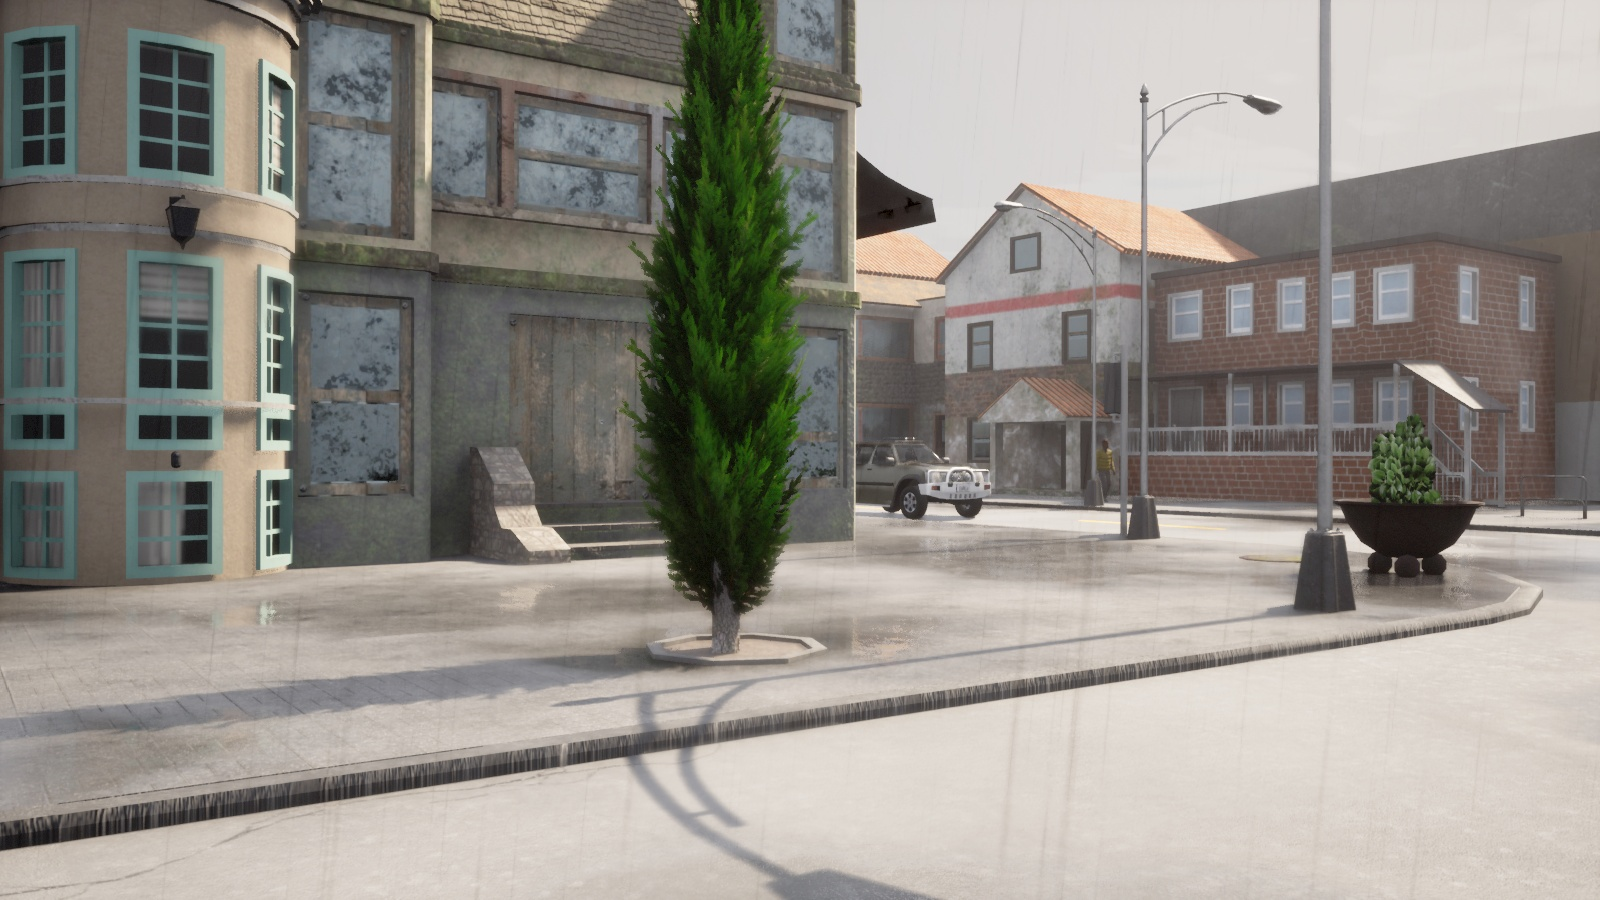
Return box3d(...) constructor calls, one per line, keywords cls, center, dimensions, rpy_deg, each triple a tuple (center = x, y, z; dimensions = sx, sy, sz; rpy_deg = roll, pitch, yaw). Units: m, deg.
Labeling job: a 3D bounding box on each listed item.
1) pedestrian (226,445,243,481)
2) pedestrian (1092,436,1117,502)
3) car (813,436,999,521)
box3d(cls="pedestrian", center=(-29.472, 0.673, 65.436), dimensions=(0.634, 1.844, 0.899), rpy_deg=(0, 0, -37))
box3d(cls="pedestrian", center=(8.616, 0.523, 35.563), dimensions=(0.431, 1.840, 0.709), rpy_deg=(0, 0, -11))
box3d(cls="car", center=(2.406, 0.629, 29.817), dimensions=(1.932, 1.855, 4.605), rpy_deg=(0, 0, -34))
